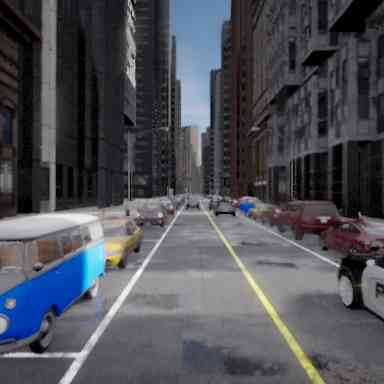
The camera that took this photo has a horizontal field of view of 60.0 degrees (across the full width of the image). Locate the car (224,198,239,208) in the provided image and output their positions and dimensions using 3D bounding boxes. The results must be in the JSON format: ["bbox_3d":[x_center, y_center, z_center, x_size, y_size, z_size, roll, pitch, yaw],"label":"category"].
[{"bbox_3d":[5.897,1.682,50.635,1.802,1.307,4.206,0,0,0],"label":"car"}]

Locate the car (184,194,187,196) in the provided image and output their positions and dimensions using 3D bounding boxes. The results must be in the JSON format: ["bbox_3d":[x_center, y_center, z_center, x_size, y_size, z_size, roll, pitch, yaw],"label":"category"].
[{"bbox_3d":[-2.581,1.648,67.447,1.887,1.381,4.507,0,0,0],"label":"car"}]

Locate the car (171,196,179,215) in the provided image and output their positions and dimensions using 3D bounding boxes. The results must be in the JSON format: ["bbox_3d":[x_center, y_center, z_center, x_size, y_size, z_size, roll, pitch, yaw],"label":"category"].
[{"bbox_3d":[-2.674,1.483,33.837,1.967,1.590,4.097,0,0,0],"label":"car"}]

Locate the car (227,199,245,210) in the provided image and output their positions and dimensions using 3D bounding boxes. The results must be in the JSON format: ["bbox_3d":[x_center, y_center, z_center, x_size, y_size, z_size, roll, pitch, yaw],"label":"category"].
[{"bbox_3d":[5.881,1.672,45.033,1.802,1.307,4.206,0,0,0],"label":"car"}]

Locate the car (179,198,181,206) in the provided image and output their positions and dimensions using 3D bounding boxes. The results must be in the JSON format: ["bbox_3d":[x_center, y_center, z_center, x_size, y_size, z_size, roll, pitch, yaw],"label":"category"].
[{"bbox_3d":[-2.659,1.634,39.438,1.802,1.307,4.206,0,0,0],"label":"car"}]

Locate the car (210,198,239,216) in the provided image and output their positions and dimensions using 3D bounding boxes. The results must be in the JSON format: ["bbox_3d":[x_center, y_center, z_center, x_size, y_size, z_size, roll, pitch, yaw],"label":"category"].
[{"bbox_3d":[3.156,1.624,32.775,1.994,1.385,4.181,0,0,1],"label":"car"}]

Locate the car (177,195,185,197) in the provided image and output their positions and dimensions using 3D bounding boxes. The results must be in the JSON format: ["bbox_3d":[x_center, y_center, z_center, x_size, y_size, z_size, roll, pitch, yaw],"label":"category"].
[{"bbox_3d":[-2.612,1.633,56.244,2.008,1.369,4.403,0,0,0],"label":"car"}]

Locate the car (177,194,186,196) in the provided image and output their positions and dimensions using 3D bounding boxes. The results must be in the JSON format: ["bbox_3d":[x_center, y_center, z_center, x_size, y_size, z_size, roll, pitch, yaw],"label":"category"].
[{"bbox_3d":[-2.597,1.618,61.675,1.752,1.417,4.829,0,0,0],"label":"car"}]

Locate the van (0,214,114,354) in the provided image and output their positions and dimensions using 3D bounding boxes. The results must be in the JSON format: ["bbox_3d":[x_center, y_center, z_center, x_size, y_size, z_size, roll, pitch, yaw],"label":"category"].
[{"bbox_3d":[-2.751,1.340,5.829,1.690,1.788,3.998,0,0,0],"label":"van"}]

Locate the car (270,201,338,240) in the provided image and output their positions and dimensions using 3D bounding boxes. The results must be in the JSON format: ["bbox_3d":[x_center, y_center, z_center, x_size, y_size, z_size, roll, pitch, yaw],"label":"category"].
[{"bbox_3d":[5.805,1.359,17.023,2.192,1.841,5.009,0,0,0],"label":"car"}]

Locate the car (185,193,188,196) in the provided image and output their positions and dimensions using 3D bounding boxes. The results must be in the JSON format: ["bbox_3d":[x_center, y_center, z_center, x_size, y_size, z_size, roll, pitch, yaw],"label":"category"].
[{"bbox_3d":[-2.564,1.429,73.050,2.192,1.841,5.009,0,0,0],"label":"car"}]

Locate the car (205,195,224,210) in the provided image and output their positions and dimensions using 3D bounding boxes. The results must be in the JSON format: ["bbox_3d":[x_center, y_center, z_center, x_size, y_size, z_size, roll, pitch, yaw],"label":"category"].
[{"bbox_3d":[3.131,1.572,43.939,2.128,1.511,4.902,0,0,1],"label":"car"}]

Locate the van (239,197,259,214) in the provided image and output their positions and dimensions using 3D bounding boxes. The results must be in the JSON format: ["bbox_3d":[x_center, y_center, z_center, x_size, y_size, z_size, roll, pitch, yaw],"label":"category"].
[{"bbox_3d":[5.852,1.413,33.829,1.690,1.788,3.998,0,0,0],"label":"van"}]

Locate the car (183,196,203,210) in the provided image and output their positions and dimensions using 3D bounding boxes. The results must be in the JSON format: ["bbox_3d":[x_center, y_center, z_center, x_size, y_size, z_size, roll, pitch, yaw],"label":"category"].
[{"bbox_3d":[0.113,1.573,43.366,1.837,1.490,4.892,0,0,0],"label":"car"}]

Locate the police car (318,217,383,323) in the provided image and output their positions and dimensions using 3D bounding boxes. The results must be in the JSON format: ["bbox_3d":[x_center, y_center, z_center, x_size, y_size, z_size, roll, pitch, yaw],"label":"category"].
[{"bbox_3d":[3.906,1.445,4.979,1.930,1.638,5.238,0,0,0],"label":"police car"}]

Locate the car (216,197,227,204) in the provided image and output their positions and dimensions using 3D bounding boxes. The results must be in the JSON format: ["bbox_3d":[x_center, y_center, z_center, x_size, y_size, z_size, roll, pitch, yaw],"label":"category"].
[{"bbox_3d":[5.944,1.676,67.441,1.887,1.381,4.507,0,0,0],"label":"car"}]

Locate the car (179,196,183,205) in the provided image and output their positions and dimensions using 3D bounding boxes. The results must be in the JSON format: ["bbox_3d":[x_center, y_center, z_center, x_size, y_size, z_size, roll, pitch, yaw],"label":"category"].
[{"bbox_3d":[-2.644,1.628,45.040,1.947,1.339,4.313,0,0,0],"label":"car"}]

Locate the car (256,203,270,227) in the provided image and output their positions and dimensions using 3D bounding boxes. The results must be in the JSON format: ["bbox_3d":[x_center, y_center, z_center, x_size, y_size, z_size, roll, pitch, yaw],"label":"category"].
[{"bbox_3d":[5.819,1.635,22.625,1.802,1.307,4.206,0,0,0],"label":"car"}]

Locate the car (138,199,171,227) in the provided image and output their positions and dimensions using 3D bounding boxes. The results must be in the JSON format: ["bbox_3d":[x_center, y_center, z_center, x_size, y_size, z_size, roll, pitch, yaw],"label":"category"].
[{"bbox_3d":[-2.705,1.465,22.634,1.967,1.590,4.097,0,0,0],"label":"car"}]

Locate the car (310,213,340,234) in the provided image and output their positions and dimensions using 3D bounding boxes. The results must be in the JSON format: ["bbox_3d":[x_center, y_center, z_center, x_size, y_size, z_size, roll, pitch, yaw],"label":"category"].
[{"bbox_3d":[5.788,1.617,11.420,1.802,1.307,4.206,0,0,0],"label":"car"}]

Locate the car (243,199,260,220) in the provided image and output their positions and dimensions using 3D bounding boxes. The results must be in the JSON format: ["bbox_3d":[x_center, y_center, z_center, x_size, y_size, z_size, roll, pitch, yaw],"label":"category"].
[{"bbox_3d":[5.836,1.588,28.397,1.752,1.417,4.829,0,0,0],"label":"car"}]

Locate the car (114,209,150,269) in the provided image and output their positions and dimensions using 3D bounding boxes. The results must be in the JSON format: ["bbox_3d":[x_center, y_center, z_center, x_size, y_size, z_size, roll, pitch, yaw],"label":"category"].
[{"bbox_3d":[-2.737,1.532,11.260,1.752,1.417,4.829,0,0,0],"label":"car"}]
